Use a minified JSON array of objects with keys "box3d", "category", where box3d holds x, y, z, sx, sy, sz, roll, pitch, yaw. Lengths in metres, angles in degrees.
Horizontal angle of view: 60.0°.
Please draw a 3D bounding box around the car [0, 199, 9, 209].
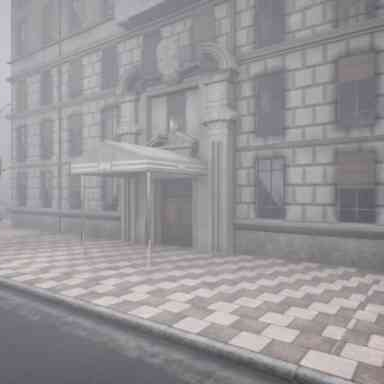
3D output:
[{"box3d":[-26.407,1.498,43.041,1.882,1.535,5.008,0,0,35],"category":"car"}]
